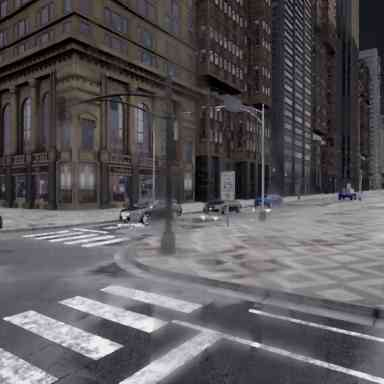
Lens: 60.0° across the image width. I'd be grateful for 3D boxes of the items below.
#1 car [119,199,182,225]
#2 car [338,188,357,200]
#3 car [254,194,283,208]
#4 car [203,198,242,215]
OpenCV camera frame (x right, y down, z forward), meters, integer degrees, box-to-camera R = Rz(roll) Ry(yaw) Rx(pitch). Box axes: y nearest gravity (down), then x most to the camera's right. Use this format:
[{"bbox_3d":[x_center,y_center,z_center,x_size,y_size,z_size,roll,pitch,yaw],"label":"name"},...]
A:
[{"bbox_3d":[-2.616,1.236,21.893,2.128,1.511,4.902,0,1,36],"label":"car"},{"bbox_3d":[27.047,0.361,57.845,2.150,2.045,5.566,0,1,36],"label":"car"},{"bbox_3d":[8.749,0.961,37.766,1.882,1.535,5.008,0,1,36],"label":"car"},{"bbox_3d":[2.718,1.185,29.342,1.994,1.385,4.181,0,1,36],"label":"car"}]
